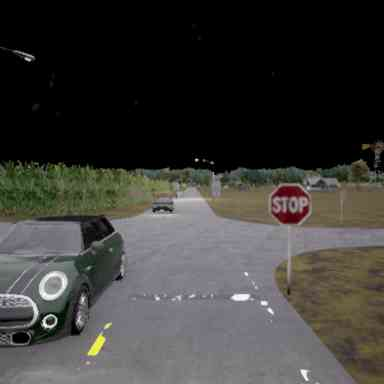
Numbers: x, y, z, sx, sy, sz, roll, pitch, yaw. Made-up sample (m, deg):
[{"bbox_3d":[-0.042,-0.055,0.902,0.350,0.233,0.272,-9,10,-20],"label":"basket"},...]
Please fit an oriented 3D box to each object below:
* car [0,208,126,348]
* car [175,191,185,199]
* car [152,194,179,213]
[{"bbox_3d":[-2.715,1.282,6.531,2.097,1.767,4.553,0,1,0],"label":"car"},{"bbox_3d":[-2.404,0.497,65.017,2.128,1.511,4.902,0,1,0],"label":"car"},{"bbox_3d":[-2.584,1.182,31.191,2.033,1.411,5.357,0,1,0],"label":"car"}]
